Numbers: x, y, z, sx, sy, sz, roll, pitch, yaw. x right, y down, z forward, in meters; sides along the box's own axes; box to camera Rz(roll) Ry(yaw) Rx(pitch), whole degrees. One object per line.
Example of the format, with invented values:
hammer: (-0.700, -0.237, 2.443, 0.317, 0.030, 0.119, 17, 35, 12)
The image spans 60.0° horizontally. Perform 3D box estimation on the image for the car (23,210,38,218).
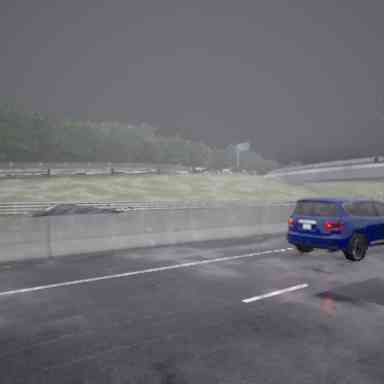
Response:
car: (-9.222, 1.511, 23.203, 4.674, 1.442, 1.812, 0, 0, -35)

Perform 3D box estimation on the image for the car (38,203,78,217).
car: (-6.900, 1.549, 20.541, 4.181, 1.385, 1.994, 0, 0, -35)

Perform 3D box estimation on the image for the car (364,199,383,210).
car: (26.590, 1.719, 47.018, 4.674, 1.442, 1.812, 1, 0, -33)

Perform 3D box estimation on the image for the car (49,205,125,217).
car: (-4.989, 1.549, 17.605, 4.181, 1.385, 1.994, 0, 0, -35)

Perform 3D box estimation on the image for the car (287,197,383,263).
car: (5.886, 1.205, 12.195, 5.566, 2.045, 2.150, 0, 0, -35)
